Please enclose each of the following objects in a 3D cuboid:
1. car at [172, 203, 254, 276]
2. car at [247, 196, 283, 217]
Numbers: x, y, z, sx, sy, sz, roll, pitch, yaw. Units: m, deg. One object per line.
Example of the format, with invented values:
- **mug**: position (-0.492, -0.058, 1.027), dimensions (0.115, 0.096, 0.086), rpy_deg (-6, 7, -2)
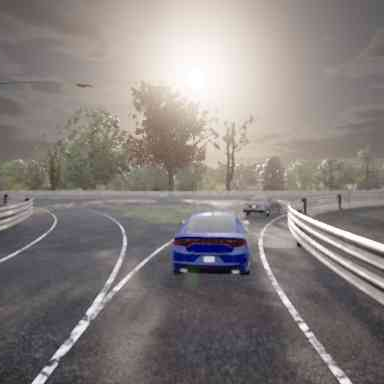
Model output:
- **car**: position (0.661, 1.278, 9.776), dimensions (1.882, 1.535, 5.008), rpy_deg (0, 1, 7)
- **car**: position (5.508, 1.033, 25.489), dimensions (2.033, 1.411, 5.357), rpy_deg (1, 1, 28)
